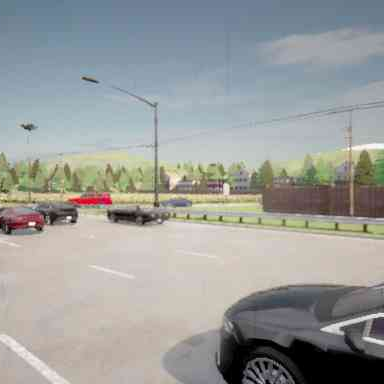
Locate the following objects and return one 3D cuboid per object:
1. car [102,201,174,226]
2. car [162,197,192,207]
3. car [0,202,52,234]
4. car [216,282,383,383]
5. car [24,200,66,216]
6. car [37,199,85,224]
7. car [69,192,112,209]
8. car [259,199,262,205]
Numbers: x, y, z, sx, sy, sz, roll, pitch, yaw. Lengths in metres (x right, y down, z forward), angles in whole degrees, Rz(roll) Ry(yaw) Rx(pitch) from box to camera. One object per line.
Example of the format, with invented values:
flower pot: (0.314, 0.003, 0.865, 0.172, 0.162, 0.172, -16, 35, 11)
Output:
car: (-3.718, 1.513, 22.456, 4.718, 1.301, 1.895, 0, 0, 42)
car: (-2.100, 1.382, 44.346, 4.181, 1.385, 1.994, 0, 0, -20)
car: (-9.929, 1.465, 18.624, 4.674, 1.442, 1.812, 0, 0, 42)
car: (2.432, 1.474, 2.812, 4.902, 1.511, 2.128, 0, 0, 42)
car: (-14.039, 1.494, 31.730, 4.718, 1.301, 1.895, 0, 0, 42)
car: (-9.781, 1.425, 23.196, 4.892, 1.490, 1.837, 0, 0, 42)
car: (-12.918, 1.069, 42.176, 5.566, 2.045, 2.150, 0, 0, -2)
car: (12.317, 1.293, 50.170, 4.674, 1.442, 1.812, 0, 0, -23)
